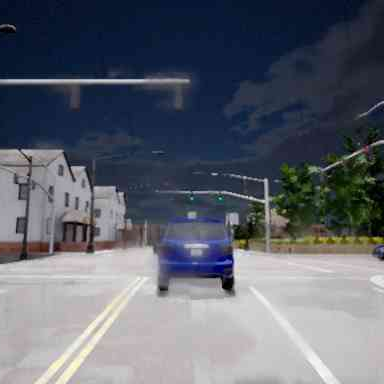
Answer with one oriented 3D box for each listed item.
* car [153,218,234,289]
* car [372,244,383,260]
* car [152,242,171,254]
[{"bbox_3d":[0.098,1.976,11.285,2.150,2.045,5.566,0,-7,0],"label":"car"},{"bbox_3d":[15.468,4.011,23.911,4.553,1.767,2.097,0,-9,1],"label":"car"},{"bbox_3d":[-3.610,6.766,40.390,1.895,1.301,4.718,0,-9,0],"label":"car"}]
